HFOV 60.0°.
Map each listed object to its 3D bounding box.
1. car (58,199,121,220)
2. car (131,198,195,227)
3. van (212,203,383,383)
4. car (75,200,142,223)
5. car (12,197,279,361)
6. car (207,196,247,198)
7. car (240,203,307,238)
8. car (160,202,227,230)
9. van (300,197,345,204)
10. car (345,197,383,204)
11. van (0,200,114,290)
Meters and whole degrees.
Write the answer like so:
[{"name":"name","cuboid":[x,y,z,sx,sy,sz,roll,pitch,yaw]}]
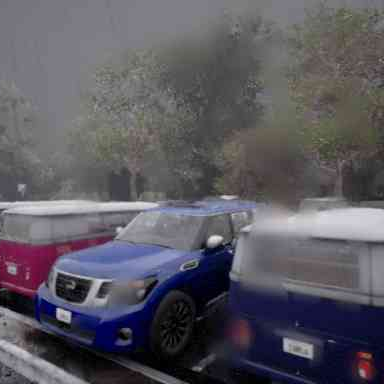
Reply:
[{"name":"car","cuboid":[-8.782,1.466,28.836,2.231,1.521,4.892,0,0,35]},{"name":"car","cuboid":[-1.976,1.357,24.037,2.185,1.767,4.553,0,0,35]},{"name":"van","cuboid":[2.305,1.285,5.067,1.878,1.987,4.442,0,0,35]},{"name":"car","cuboid":[-6.628,1.468,27.073,1.946,1.575,5.366,0,0,35]},{"name":"car","cuboid":[-0.063,1.254,6.570,2.435,2.045,5.566,0,0,35]},{"name":"car","cuboid":[2.551,1.243,20.822,2.435,2.045,5.566,0,0,35]},{"name":"car","cuboid":[4.906,1.498,19.344,1.946,1.575,5.366,0,0,35]},{"name":"car","cuboid":[0.254,1.518,22.382,2.163,1.488,4.792,0,0,35]},{"name":"van","cuboid":[7.129,1.281,17.682,1.878,1.987,4.442,0,0,35]},{"name":"car","cuboid":[9.342,1.261,16.003,2.435,2.045,5.566,0,0,35]},{"name":"van","cuboid":[-2.266,1.274,8.310,1.878,1.987,4.442,0,0,35]}]
